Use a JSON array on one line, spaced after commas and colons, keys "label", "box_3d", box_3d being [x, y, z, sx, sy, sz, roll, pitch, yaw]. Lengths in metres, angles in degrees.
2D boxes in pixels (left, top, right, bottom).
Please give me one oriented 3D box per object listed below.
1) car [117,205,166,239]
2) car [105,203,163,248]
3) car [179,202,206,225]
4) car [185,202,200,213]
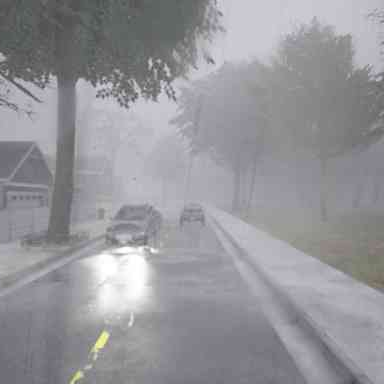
[{"label": "car", "box_3d": [-2.811, 1.658, 19.724, 2.128, 1.511, 4.902, 0, 1, 0]}, {"label": "car", "box_3d": [-2.741, 1.398, 15.796, 2.128, 1.511, 4.902, 0, 8, 0]}, {"label": "car", "box_3d": [0.040, 1.693, 25.767, 2.128, 1.511, 4.902, 0, 0, 1]}, {"label": "car", "box_3d": [0.084, 1.954, 42.900, 1.895, 1.301, 4.718, 0, -1, 0]}]
